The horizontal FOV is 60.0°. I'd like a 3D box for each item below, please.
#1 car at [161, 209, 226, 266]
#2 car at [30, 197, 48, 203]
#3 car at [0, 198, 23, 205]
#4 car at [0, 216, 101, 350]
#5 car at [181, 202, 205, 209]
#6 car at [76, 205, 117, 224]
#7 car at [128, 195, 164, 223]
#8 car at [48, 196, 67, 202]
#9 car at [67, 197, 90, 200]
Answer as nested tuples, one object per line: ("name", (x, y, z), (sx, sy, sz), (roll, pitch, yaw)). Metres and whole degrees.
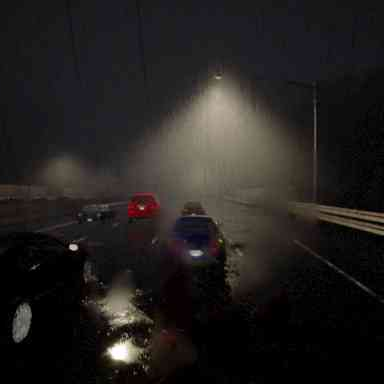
("car", (0.103, 1.519, 11.455), (1.812, 1.442, 4.674), (0, 0, 0))
("car", (-24.531, 1.568, 54.040), (1.994, 1.385, 4.181), (0, 0, 1))
("car", (-28.044, 1.566, 51.639), (1.994, 1.385, 4.181), (0, 0, 0))
("car", (-3.399, 1.473, 6.252), (1.882, 1.535, 5.008), (0, 0, 0))
("car", (0.106, 1.517, 27.293), (1.812, 1.442, 4.674), (0, 0, 0))
("car", (-6.895, 1.592, 24.646), (1.895, 1.301, 4.718), (0, 0, 0))
("car", (-3.392, 1.212, 25.238), (2.150, 2.045, 5.566), (0, 0, 0))
("car", (-21.033, 1.508, 54.228), (1.837, 1.490, 4.892), (0, 0, 1))
("car", (-17.547, 1.496, 53.026), (2.128, 1.511, 4.902), (0, 0, 0))
